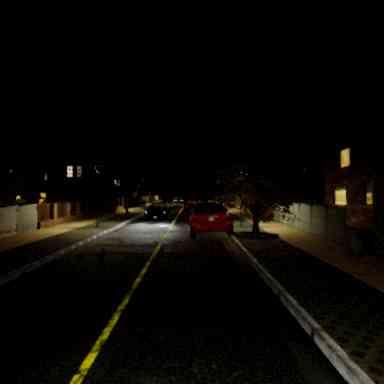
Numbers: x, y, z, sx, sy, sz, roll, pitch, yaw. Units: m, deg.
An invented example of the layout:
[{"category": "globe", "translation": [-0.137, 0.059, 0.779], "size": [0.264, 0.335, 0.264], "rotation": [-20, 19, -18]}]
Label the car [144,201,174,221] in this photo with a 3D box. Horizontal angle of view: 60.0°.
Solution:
[{"category": "car", "translation": [-2.850, 1.641, 27.942], "size": [1.895, 1.301, 4.718], "rotation": [0, 0, 0]}]

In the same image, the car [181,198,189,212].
[{"category": "car", "translation": [0.033, 1.664, 39.336], "size": [1.895, 1.301, 4.718], "rotation": [0, 0, 0]}]

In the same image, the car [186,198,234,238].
[{"category": "car", "translation": [0.921, 1.323, 17.806], "size": [2.097, 1.767, 4.553], "rotation": [-3, -1, 0]}]

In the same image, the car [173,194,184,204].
[{"category": "car", "translation": [-2.754, 1.371, 69.154], "size": [2.150, 2.045, 5.566], "rotation": [0, 0, 0]}]
